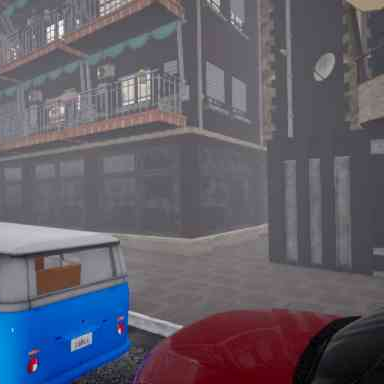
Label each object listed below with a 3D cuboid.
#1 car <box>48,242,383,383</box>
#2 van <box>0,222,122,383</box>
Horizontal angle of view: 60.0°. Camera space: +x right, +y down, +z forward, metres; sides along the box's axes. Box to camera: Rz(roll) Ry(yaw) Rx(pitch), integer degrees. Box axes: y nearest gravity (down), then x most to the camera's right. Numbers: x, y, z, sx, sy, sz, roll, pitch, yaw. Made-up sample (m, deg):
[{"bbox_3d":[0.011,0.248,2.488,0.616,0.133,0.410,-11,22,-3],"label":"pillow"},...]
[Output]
[{"bbox_3d":[1.850,1.315,1.395,5.009,1.841,2.192,0,-1,35],"label":"car"},{"bbox_3d":[-2.671,1.343,4.581,3.998,1.788,1.690,0,-1,35],"label":"van"}]
